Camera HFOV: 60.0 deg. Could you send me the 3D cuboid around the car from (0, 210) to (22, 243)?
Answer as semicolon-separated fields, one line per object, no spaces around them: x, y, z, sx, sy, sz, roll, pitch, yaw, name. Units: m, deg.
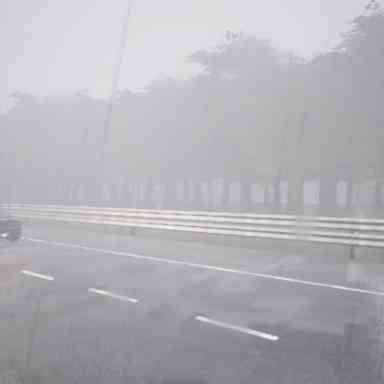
-9.604;1.511;15.028;4.892;1.490;1.837;0;0;36;car
